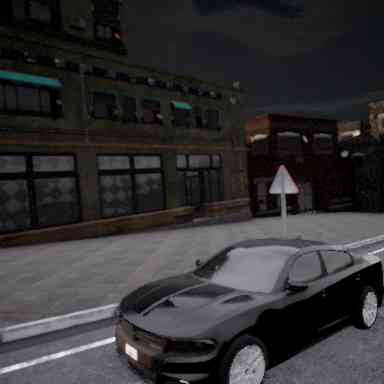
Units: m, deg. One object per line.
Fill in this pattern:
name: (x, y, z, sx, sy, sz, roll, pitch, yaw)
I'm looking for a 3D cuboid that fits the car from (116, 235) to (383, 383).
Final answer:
car: (1.247, 1.519, 5.303, 5.008, 1.535, 1.882, 0, -1, -40)
